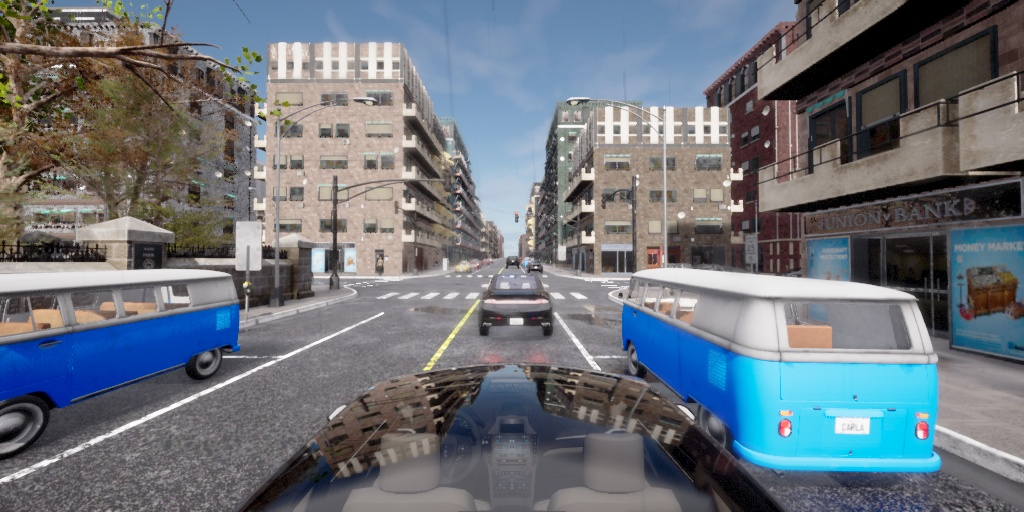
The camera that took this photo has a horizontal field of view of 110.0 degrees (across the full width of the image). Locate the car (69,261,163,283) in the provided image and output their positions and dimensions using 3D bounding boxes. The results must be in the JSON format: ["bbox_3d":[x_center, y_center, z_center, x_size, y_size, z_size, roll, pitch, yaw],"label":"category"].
[{"bbox_3d":[-28.035,1.111,25.503,4.674,1.442,1.812,0,-1,1],"label":"car"}]

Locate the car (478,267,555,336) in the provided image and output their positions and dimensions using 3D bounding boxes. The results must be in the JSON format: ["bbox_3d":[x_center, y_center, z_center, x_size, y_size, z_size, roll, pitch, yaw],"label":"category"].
[{"bbox_3d":[0.103,1.244,10.390,2.128,1.511,4.902,0,0,0],"label":"car"}]

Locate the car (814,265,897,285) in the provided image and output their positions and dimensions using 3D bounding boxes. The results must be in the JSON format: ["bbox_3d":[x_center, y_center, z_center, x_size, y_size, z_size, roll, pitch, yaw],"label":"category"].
[{"bbox_3d":[26.743,1.472,28.031,4.674,1.442,1.812,0,-1,1],"label":"car"}]

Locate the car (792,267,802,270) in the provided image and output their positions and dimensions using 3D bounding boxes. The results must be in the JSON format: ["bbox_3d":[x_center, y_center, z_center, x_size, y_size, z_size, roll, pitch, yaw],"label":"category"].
[{"bbox_3d":[24.924,1.548,30.631,4.313,1.339,1.948,0,0,1],"label":"car"}]

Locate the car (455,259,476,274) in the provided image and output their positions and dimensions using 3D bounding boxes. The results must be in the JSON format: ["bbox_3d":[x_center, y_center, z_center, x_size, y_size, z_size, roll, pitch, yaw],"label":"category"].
[{"bbox_3d":[-5.673,1.291,42.439,1.751,1.417,4.829,0,0,0],"label":"car"}]

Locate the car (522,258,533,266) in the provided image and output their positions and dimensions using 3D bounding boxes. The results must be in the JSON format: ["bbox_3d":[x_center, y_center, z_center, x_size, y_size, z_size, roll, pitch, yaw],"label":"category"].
[{"bbox_3d":[2.710,1.318,48.249,2.007,1.370,4.403,0,0,0],"label":"car"}]

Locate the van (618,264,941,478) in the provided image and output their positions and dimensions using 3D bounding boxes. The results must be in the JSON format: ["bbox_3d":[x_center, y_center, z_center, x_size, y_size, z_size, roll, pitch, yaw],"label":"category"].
[{"bbox_3d":[2.660,1.092,4.659,1.690,1.789,3.998,0,0,0],"label":"van"}]

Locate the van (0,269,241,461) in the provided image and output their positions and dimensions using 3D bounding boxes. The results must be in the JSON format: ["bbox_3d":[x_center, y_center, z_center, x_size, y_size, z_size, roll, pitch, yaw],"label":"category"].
[{"bbox_3d":[-5.655,1.092,4.664,1.690,1.789,3.998,0,0,0],"label":"van"}]

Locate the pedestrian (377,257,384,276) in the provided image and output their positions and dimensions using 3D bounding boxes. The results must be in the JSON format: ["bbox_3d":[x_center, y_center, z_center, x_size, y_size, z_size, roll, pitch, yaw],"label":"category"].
[{"bbox_3d":[-12.526,0.968,34.054,0.375,1.860,0.375,0,-1,1],"label":"pedestrian"}]

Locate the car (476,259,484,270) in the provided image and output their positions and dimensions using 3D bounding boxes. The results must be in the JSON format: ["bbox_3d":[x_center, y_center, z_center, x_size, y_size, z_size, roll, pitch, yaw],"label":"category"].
[{"bbox_3d":[-5.669,1.210,53.895,1.967,1.591,4.097,0,0,0],"label":"car"}]

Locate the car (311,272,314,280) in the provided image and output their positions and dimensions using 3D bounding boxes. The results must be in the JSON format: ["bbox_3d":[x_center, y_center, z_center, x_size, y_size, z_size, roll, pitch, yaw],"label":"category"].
[{"bbox_3d":[-16.578,1.000,25.364,4.553,1.767,2.097,0,-1,1],"label":"car"}]

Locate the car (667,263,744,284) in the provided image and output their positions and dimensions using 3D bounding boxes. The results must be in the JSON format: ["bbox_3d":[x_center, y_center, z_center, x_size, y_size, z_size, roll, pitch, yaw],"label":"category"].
[{"bbox_3d":[15.102,1.358,28.175,5.008,1.535,1.882,0,-1,1],"label":"car"}]

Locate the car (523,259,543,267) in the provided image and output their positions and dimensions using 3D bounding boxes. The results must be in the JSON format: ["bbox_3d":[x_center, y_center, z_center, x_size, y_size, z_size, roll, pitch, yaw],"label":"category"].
[{"bbox_3d":[2.708,1.331,42.606,1.948,1.339,4.313,0,0,0],"label":"car"}]

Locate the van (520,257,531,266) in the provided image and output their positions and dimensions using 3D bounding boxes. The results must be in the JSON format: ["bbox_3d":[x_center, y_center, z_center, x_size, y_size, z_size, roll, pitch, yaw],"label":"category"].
[{"bbox_3d":[2.715,1.114,59.533,1.690,1.789,3.998,0,0,0],"label":"van"}]

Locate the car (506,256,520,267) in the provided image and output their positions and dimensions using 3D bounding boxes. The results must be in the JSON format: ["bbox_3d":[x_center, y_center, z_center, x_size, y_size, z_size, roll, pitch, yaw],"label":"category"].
[{"bbox_3d":[0.124,0.995,60.605,2.150,2.045,5.566,0,0,0],"label":"car"}]
